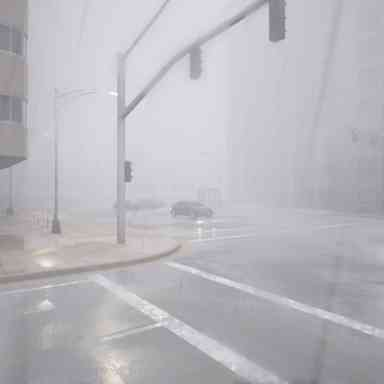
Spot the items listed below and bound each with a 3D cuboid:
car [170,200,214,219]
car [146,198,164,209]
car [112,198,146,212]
[{"bbox_3d":[-0.095,1.504,29.185,1.837,1.490,4.892,0,0,-36],"label":"car"},{"bbox_3d":[-6.272,1.547,43.914,2.033,1.411,5.357,0,0,-36],"label":"car"},{"bbox_3d":[-7.794,1.600,39.770,1.895,1.301,4.718,0,0,-36],"label":"car"}]
